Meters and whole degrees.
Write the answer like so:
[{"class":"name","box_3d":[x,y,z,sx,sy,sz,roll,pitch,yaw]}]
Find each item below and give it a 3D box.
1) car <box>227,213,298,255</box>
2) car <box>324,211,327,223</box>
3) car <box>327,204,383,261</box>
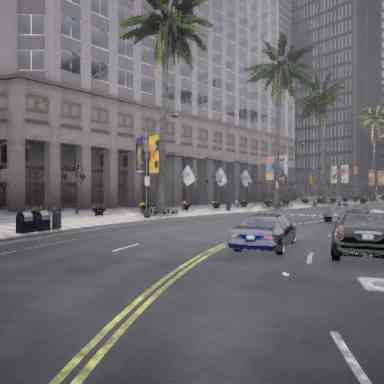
[{"class":"car","box_3d":[3.005,1.561,13.414,2.033,1.411,5.357,0,0,25]},{"class":"car","box_3d":[11.532,1.571,24.891,1.994,1.385,4.181,0,0,45]},{"class":"car","box_3d":[6.174,1.364,11.928,2.097,1.767,4.553,0,0,25]}]
